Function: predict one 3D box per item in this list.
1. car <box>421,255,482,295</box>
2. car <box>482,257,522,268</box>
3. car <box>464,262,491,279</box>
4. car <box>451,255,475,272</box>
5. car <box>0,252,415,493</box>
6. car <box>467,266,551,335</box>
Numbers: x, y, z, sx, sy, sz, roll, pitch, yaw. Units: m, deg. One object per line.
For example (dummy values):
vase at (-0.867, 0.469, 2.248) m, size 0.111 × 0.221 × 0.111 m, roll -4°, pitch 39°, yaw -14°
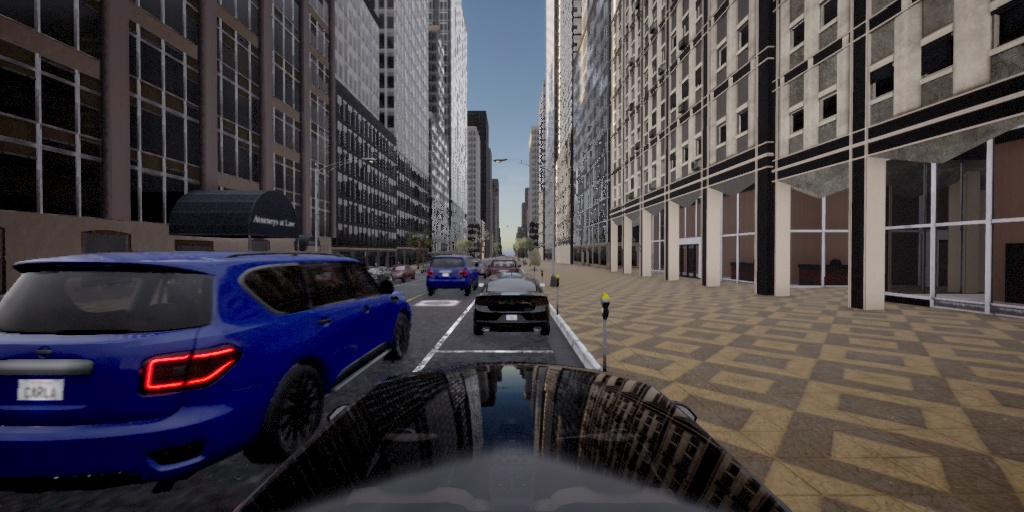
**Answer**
car at (-3.108, 0.970, 19.626) m, size 2.150 × 2.045 × 5.566 m, roll 0°, pitch 0°, yaw 1°
car at (-0.457, 1.061, 22.523) m, size 2.192 × 1.841 × 5.009 m, roll 0°, pitch 0°, yaw 0°
car at (-3.118, 1.292, 33.581) m, size 2.033 × 1.411 × 5.357 m, roll 0°, pitch 0°, yaw 1°
car at (-6.177, 0.965, 45.791) m, size 2.150 × 2.045 × 5.566 m, roll 0°, pitch 0°, yaw 0°
car at (-3.145, 0.972, 5.073) m, size 2.150 × 2.045 × 5.566 m, roll 0°, pitch 0°, yaw 0°
car at (-0.006, 1.226, 10.502) m, size 1.882 × 1.535 × 5.008 m, roll 0°, pitch 0°, yaw 0°
